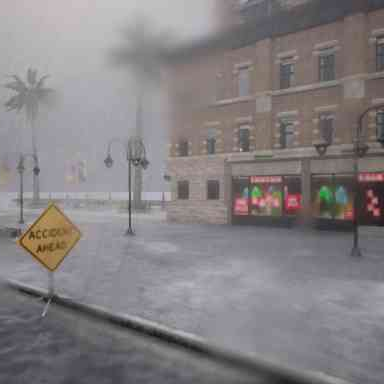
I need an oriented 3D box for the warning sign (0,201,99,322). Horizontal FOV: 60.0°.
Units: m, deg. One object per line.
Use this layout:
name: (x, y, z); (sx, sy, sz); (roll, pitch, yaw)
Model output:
warning sign: (-2.565, 1.114, 6.067); (1.060, 1.860, 1.300); (0, 0, 36)
